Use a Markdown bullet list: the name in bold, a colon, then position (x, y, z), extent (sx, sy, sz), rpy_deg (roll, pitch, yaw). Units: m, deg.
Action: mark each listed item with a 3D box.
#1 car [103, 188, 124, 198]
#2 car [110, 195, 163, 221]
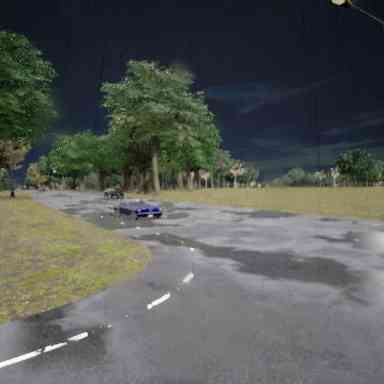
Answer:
- **car**: position (-11.656, 0.156, 49.085), extent (1.882, 1.535, 5.008), rpy_deg (-2, 3, -31)
- **car**: position (-3.719, 1.133, 22.575), extent (1.895, 1.301, 4.718), rpy_deg (-2, 3, -31)
